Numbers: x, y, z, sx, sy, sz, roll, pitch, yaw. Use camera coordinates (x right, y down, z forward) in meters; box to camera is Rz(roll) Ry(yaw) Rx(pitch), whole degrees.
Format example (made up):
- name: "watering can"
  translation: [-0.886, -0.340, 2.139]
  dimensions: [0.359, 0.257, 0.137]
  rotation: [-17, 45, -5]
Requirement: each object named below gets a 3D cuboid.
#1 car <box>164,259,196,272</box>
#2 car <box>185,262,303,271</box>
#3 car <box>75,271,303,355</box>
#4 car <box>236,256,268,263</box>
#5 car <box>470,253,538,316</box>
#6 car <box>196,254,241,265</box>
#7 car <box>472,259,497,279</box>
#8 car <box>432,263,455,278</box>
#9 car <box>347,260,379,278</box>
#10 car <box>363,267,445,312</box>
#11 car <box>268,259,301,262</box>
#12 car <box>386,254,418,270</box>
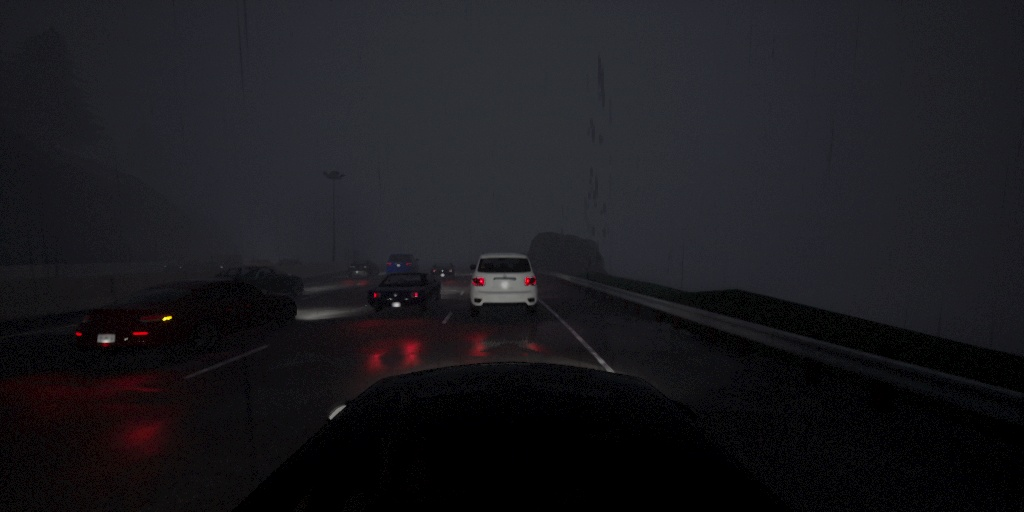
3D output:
- name: "car"
  translation: [-36.500, 1.094, 40.203]
  dimensions: [1.882, 1.535, 5.008]
  rotation: [0, 0, -14]
- name: "car"
  translation: [-11.110, 1.188, 15.766]
  dimensions: [2.128, 1.511, 4.902]
  rotation: [0, 0, -4]
- name: "car"
  translation: [-7.152, 1.253, 8.538]
  dimensions: [1.812, 1.442, 4.674]
  rotation: [0, 0, -2]
- name: "car"
  translation: [-29.776, 1.068, 42.140]
  dimensions: [1.882, 1.535, 5.008]
  rotation: [0, 0, -14]
- name: "car"
  translation: [-0.382, 0.908, 13.281]
  dimensions: [2.150, 2.045, 5.566]
  rotation: [0, 0, -4]
- name: "car"
  translation: [-33.184, 0.826, 41.396]
  dimensions: [2.150, 2.045, 5.566]
  rotation: [0, 0, -14]
- name: "car"
  translation: [-2.544, 1.093, 32.030]
  dimensions: [1.837, 1.490, 4.892]
  rotation: [0, 0, -9]
- name: "car"
  translation: [-5.809, 1.205, 30.447]
  dimensions: [1.895, 1.301, 4.718]
  rotation: [0, 0, -9]
- name: "car"
  translation: [-13.173, 1.103, 31.993]
  dimensions: [2.128, 1.511, 4.902]
  rotation: [0, 0, -9]
- name: "car"
  translation: [-3.932, 1.292, 13.936]
  dimensions: [1.895, 1.301, 4.718]
  rotation: [0, 0, -4]
- name: "car"
  translation: [-26.174, 1.074, 42.135]
  dimensions: [2.128, 1.511, 4.902]
  rotation: [0, 0, -13]
- name: "car"
  translation: [-9.488, 0.829, 31.263]
  dimensions: [2.150, 2.045, 5.566]
  rotation: [0, 0, -9]
